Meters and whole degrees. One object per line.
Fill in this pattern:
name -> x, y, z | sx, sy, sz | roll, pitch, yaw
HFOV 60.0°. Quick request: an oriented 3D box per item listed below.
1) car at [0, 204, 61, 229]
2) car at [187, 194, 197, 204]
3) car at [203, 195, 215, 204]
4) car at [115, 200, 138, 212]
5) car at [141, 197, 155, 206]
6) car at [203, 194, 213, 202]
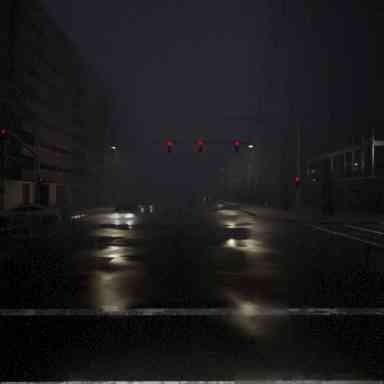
car -> -11.205, 1.564, 22.131 | 4.674, 1.442, 1.812 | 0, 1, -42
car -> 0.001, 1.564, 64.646 | 1.994, 1.385, 4.181 | 0, 0, 1
car -> 3.500, 1.492, 64.735 | 2.128, 1.511, 4.902 | 0, 0, 1
car -> -7.461, 1.601, 37.936 | 1.895, 1.301, 4.718 | 0, 0, 0
car -> -7.287, 1.525, 55.296 | 1.812, 1.442, 4.674 | 0, 0, 1
car -> 3.511, 1.355, 74.600 | 2.097, 1.767, 4.553 | 0, 0, 1
